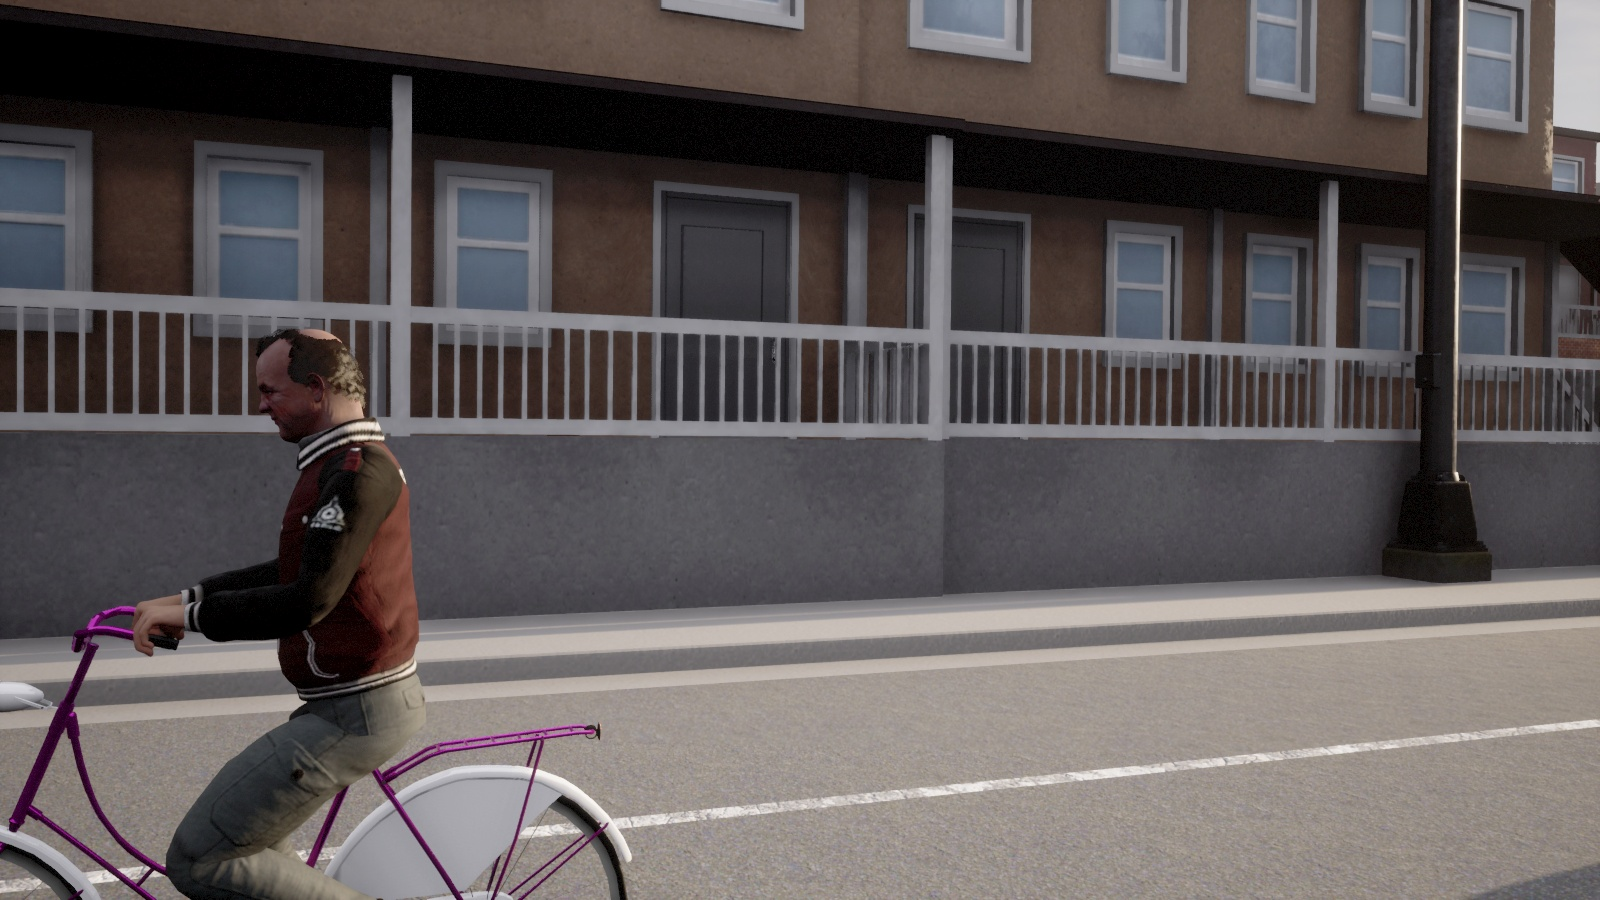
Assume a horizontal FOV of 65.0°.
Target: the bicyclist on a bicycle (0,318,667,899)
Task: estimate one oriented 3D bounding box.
[{"bbox_3d":[-1.275,0.638,2.753,1.843,1.776,0.659,-1,1,-21],"label":"bicyclist on a bicycle"}]
